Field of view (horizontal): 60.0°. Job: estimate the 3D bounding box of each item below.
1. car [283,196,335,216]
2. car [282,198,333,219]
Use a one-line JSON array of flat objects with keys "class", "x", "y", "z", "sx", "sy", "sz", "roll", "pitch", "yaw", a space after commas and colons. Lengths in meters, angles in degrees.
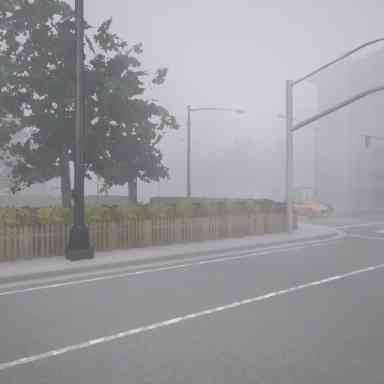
[{"class": "car", "x": 11.679, "y": 1.352, "z": 33.396, "sx": 2.097, "sy": 1.767, "sz": 4.553, "roll": 0, "pitch": 0, "yaw": -35}, {"class": "car", "x": 9.849, "y": 1.352, "z": 29.547, "sx": 2.097, "sy": 1.767, "sz": 4.553, "roll": 0, "pitch": 0, "yaw": -35}]
